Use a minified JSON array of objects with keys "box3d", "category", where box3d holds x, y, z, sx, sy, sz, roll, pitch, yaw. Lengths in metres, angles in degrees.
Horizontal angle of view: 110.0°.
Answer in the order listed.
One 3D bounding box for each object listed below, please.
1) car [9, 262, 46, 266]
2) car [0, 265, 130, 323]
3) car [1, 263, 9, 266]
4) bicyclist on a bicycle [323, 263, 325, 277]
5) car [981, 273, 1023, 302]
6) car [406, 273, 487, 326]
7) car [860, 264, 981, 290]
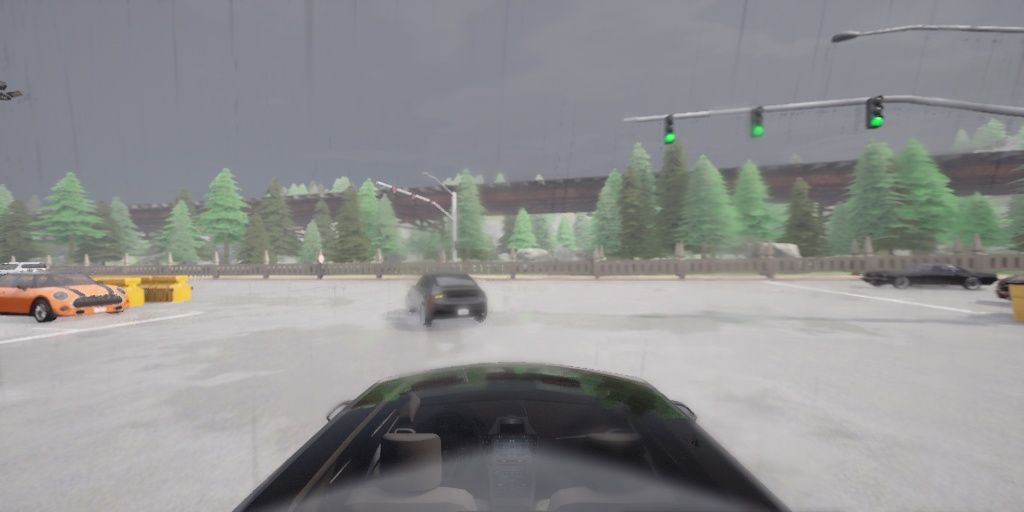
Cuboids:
[{"box3d":[-47.719,1.665,34.697,5.566,2.045,2.150,-1,0,13],"category":"car"},{"box3d":[-16.692,1.344,13.139,4.553,1.767,2.097,-1,0,13],"category":"car"},{"box3d":[-47.484,1.657,31.120,5.566,2.045,2.150,-1,0,13],"category":"car"},{"box3d":[-19.042,1.357,36.219,0.582,1.620,1.656,-1,0,13],"category":"bicyclist on a bicycle"},{"box3d":[20.025,0.844,12.171,4.553,1.767,2.097,-1,0,13],"category":"car"},{"box3d":[-2.315,1.300,12.026,1.837,1.490,4.892,1,-1,-24],"category":"car"},{"box3d":[21.740,1.079,18.960,4.718,1.301,1.895,-1,0,13],"category":"car"}]
